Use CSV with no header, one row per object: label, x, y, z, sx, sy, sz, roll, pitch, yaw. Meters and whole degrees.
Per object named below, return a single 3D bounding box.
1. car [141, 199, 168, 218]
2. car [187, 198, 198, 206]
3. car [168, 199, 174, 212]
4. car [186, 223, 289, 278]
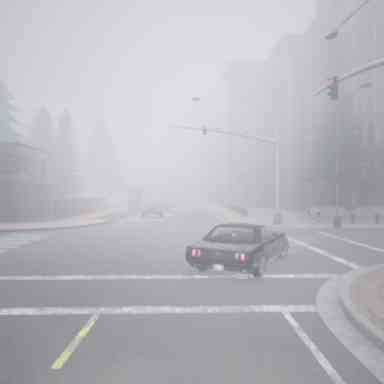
car,-3.595,1.605,31.685,1.812,1.442,4.674,0,0,1
car,0.096,1.706,57.300,1.994,1.385,4.181,0,0,0
car,-3.592,1.702,40.706,1.895,1.301,4.718,0,0,0
car,1.671,1.631,10.447,1.895,1.301,4.718,0,0,27
